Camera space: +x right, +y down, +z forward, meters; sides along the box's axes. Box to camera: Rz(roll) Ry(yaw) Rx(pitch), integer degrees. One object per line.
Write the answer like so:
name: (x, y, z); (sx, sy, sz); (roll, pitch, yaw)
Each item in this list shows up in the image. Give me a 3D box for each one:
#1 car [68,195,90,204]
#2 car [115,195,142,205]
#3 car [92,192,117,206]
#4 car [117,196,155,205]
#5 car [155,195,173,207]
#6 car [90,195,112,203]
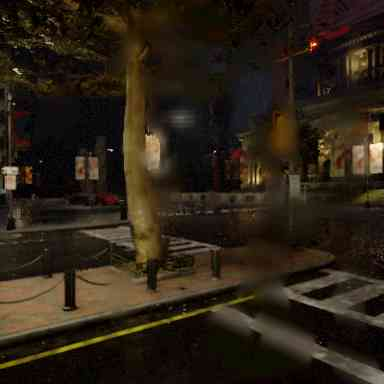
car: (-19.820, 1.257, 58.386); (5.008, 1.535, 1.882); (0, 1, 42)
car: (-10.110, 1.271, 52.384); (2.033, 1.411, 5.357); (-1, 1, -36)
car: (-13.124, 0.989, 50.575); (2.150, 2.045, 5.566); (-1, 1, -37)
car: (-7.172, 1.315, 42.305); (2.033, 1.411, 5.357); (-1, 1, -35)
car: (-4.426, 1.215, 44.461); (2.128, 1.511, 4.902); (-1, 1, -36)
car: (-16.463, 1.258, 60.175); (1.812, 1.442, 4.674); (-1, 1, -44)
